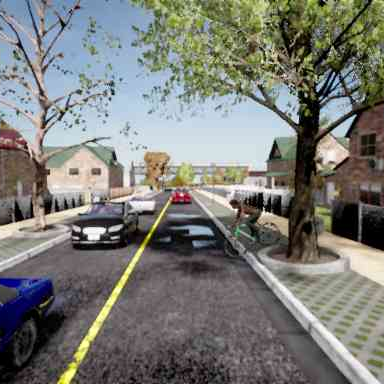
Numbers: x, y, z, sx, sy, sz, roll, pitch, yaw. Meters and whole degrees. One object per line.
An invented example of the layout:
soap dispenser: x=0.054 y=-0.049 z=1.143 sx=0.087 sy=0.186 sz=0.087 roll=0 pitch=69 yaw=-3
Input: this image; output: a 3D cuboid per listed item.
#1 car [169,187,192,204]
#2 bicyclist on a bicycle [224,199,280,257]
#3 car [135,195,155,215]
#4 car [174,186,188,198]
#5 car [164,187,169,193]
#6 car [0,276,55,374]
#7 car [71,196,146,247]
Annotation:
car: x=-1.130 y=0.316 z=36.251 sx=2.097 sy=1.767 sz=4.553 roll=0 pitch=2 yaw=-2
bicyclist on a bicycle: x=1.554 y=0.927 z=9.392 sx=1.656 sy=1.620 sz=0.582 roll=-19 pitch=5 yaw=1
car: x=-3.642 y=0.907 z=24.318 sx=1.895 sy=1.301 sz=4.718 roll=0 pitch=2 yaw=-5
car: x=-1.613 y=-0.040 z=49.483 sx=2.097 sy=1.767 sz=4.553 roll=0 pitch=2 yaw=-2
car: x=-5.257 y=-0.452 z=73.515 sx=1.895 sy=1.301 sz=4.718 roll=0 pitch=1 yaw=-2
car: x=-2.881 y=1.528 z=2.665 sx=1.895 sy=1.301 sz=4.718 roll=0 pitch=2 yaw=-2
car: x=-3.247 y=1.115 z=13.128 sx=2.128 sy=1.511 sz=4.902 roll=0 pitch=2 yaw=-2
